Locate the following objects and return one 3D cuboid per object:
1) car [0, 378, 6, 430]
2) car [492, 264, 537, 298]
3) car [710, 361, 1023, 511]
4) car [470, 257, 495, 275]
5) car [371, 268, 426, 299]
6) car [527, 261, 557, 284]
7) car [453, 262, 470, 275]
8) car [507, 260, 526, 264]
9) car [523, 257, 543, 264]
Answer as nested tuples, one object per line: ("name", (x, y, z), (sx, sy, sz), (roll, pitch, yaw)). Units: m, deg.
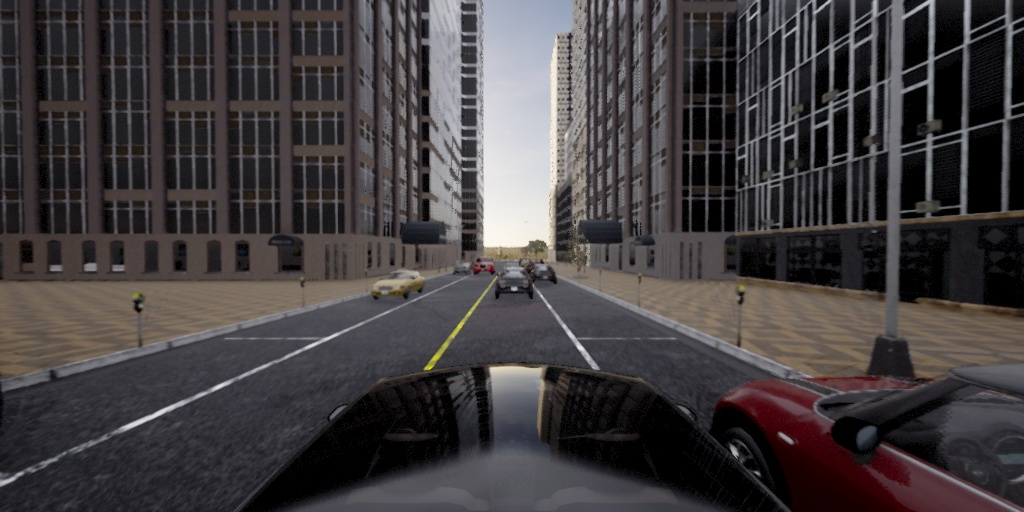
("car", (-5.657, 1.316, 1.569), (1.948, 1.339, 4.313), (0, 0, 0))
("car", (0.104, 1.321, 18.555), (1.812, 1.442, 4.674), (0, 0, 0))
("car", (2.691, 1.189, 1.507), (1.967, 1.591, 4.097), (0, 0, 0))
("car", (-3.079, 1.074, 40.705), (2.150, 2.045, 5.566), (0, 0, 0))
("car", (-5.671, 1.321, 18.422), (1.751, 1.417, 4.829), (0, 0, 0))
("car", (2.358, 1.345, 27.664), (1.812, 1.442, 4.674), (0, 0, 0))
("car", (-5.682, 1.402, 41.288), (2.007, 1.370, 4.403), (0, 0, 0))
("car", (0.105, 1.389, 37.009), (2.033, 1.411, 5.357), (0, 0, 0))
("car", (2.700, 1.166, 41.229), (2.192, 1.841, 5.009), (0, 0, 0))
